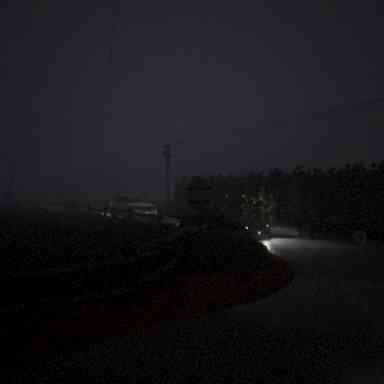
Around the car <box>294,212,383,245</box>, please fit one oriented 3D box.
[{"bbox_3d":[7.179,1.592,15.663,1.895,1.301,4.718,0,0,-31],"label":"car"}]

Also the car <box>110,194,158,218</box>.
[{"bbox_3d":[-4.847,1.213,26.991,2.150,2.045,5.566,0,0,-35],"label":"car"}]

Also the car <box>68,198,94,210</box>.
[{"bbox_3d":[-12.802,1.485,38.252,2.128,1.511,4.902,0,0,-35],"label":"car"}]

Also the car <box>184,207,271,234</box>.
[{"bbox_3d":[1.635,1.541,17.846,2.033,1.411,5.357,0,0,-35],"label":"car"}]
